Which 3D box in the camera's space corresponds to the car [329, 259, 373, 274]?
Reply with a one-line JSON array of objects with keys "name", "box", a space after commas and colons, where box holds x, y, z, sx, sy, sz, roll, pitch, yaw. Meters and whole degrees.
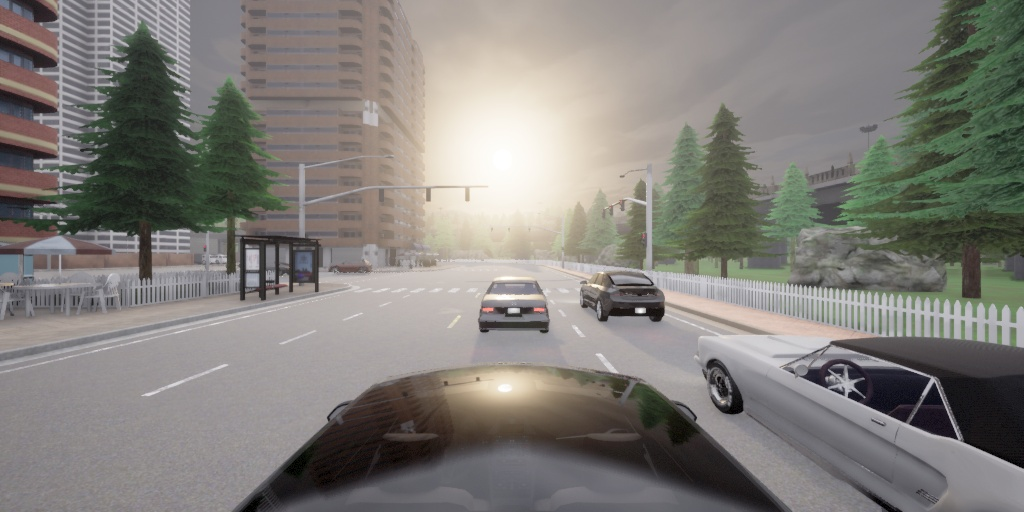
[{"name": "car", "box": [-18.548, 1.157, 41.321, 4.553, 1.767, 2.097, 0, 0, -2]}]

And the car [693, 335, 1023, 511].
[{"name": "car", "box": [3.514, 1.351, 3.048, 1.895, 1.301, 4.718, 0, 0, 1]}]

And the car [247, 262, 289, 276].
[{"name": "car", "box": [-25.176, 1.331, 37.719, 4.674, 1.442, 1.812, 0, 0, 0]}]

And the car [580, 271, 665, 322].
[{"name": "car", "box": [3.571, 1.255, 12.312, 1.837, 1.490, 4.892, 0, 0, 1]}]

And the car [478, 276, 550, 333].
[{"name": "car", "box": [0.083, 1.297, 10.725, 2.033, 1.411, 5.357, 0, 0, 1]}]
